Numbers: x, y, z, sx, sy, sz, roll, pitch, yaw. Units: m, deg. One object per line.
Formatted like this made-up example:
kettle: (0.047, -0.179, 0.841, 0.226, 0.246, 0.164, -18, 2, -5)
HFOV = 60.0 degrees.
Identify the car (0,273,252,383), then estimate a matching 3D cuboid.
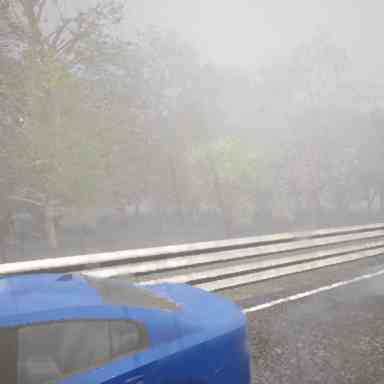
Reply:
car: (-1.774, 1.478, 2.418, 5.008, 1.535, 1.882, 0, 0, -35)
